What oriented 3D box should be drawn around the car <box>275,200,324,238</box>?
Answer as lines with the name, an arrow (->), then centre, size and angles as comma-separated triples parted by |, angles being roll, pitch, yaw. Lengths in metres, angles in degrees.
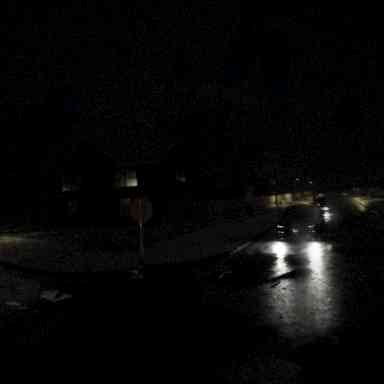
car -> 5.452, 1.423, 16.818 | 1.837, 1.490, 4.892 | -3, 0, 23

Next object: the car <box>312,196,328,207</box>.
car -> 15.460, 1.119, 40.420 | 1.895, 1.301, 4.718 | -3, -1, 23
